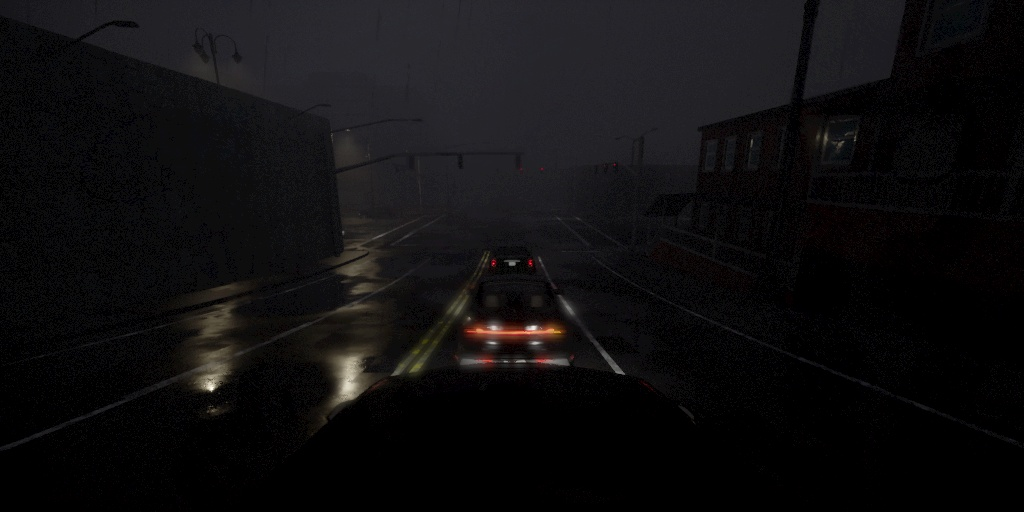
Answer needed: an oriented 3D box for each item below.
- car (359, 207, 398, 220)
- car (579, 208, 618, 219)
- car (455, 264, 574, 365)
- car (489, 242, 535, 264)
[{"bbox_3d":[-17.190,-5.545,46.197,4.892,1.490,1.837,0,12,0],"label":"car"},{"bbox_3d":[11.077,-5.448,46.187,4.718,1.301,1.895,0,12,1],"label":"car"},{"bbox_3d":[0.052,1.122,7.195,1.837,1.490,4.892,0,2,0],"label":"car"},{"bbox_3d":[0.014,0.085,17.445,2.097,1.767,4.553,0,7,0],"label":"car"}]
